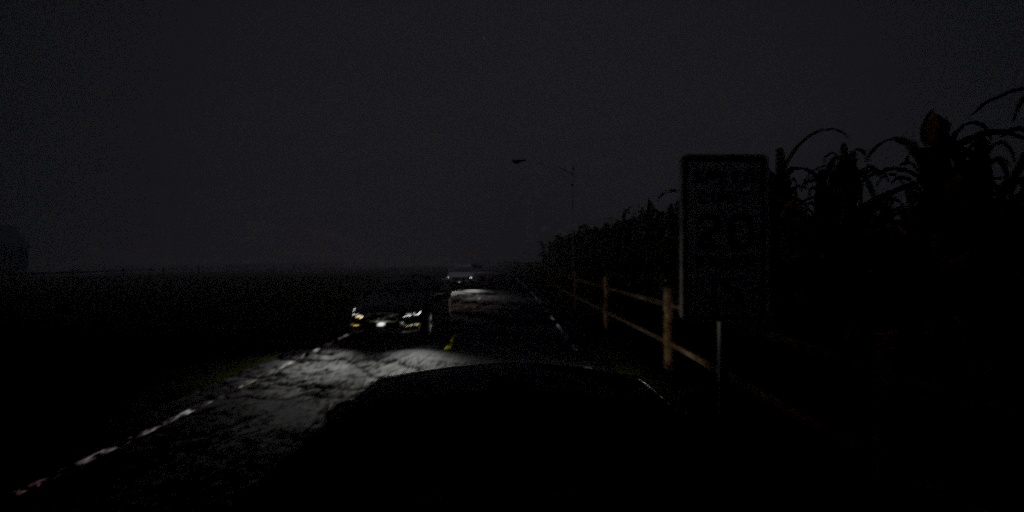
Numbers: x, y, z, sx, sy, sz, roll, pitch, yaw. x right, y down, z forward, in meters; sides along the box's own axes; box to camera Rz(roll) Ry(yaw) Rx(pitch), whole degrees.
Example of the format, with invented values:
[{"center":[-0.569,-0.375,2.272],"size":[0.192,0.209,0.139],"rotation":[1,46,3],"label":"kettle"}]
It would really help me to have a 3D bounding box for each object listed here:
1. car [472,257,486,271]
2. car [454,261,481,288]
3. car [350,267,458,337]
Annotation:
[{"center":[-4.987,1.248,50.616],"size":[1.882,1.535,5.008],"rotation":[0,0,-5],"label":"car"},{"center":[-3.302,1.307,24.210],"size":[1.812,1.442,4.674],"rotation":[0,0,-2],"label":"car"},{"center":[-2.933,1.255,10.396],"size":[1.837,1.490,4.892],"rotation":[0,0,-1],"label":"car"}]
